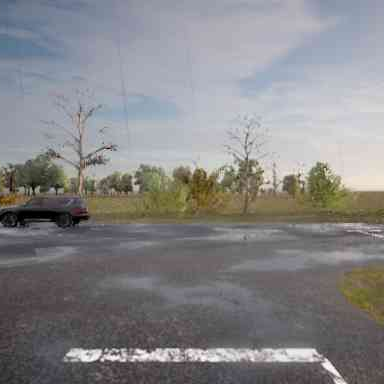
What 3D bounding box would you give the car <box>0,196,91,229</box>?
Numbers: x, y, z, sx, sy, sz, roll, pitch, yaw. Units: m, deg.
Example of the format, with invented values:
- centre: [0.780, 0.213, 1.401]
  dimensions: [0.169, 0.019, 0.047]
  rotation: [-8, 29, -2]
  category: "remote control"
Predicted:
- centre: [-9.414, 1.252, 21.393]
  dimensions: [5.566, 2.045, 2.150]
  rotation: [0, 0, -1]
  category: "car"
